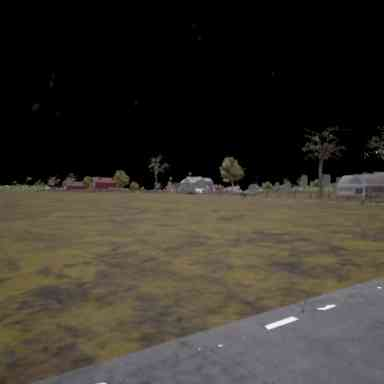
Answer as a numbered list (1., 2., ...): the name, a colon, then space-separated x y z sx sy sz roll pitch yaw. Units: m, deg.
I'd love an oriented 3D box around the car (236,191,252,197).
1. car: 11.372 0.435 71.131 1.882 1.535 5.008 2 0 -35
